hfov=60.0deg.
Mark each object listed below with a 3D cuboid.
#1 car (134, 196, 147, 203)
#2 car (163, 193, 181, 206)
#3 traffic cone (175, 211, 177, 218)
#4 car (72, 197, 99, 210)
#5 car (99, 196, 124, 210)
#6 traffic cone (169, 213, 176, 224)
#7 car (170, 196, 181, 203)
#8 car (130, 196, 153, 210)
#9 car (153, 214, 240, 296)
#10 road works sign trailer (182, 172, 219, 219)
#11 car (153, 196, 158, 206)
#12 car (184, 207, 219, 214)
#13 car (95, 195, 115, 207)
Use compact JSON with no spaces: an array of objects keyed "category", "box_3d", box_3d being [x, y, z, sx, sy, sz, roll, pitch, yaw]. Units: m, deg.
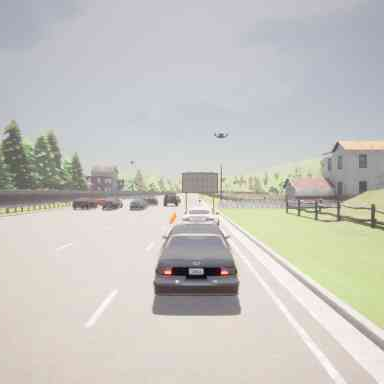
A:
[{"category":"car","box_3d":[-10.322,1.563,67.338,1.994,1.385,4.181,0,0,0]},{"category":"car","box_3d":[-3.337,1.221,53.331,2.150,2.045,5.566,0,0,0]},{"category":"traffic cone","box_3d":[-1.458,1.955,25.151,0.340,0.580,0.340,0,0,0]},{"category":"car","box_3d":[-13.849,1.478,43.106,1.882,1.535,5.008,0,0,0]},{"category":"car","box_3d":[-10.349,1.526,43.522,1.812,1.442,4.674,0,0,0]},{"category":"traffic cone","box_3d":[-1.460,1.955,23.151,0.340,0.580,0.340,0,0,0]},{"category":"car","box_3d":[-3.319,1.564,68.547,1.994,1.385,4.181,0,0,0]},{"category":"car","box_3d":[-6.856,1.546,43.535,2.033,1.411,5.357,0,0,1]},{"category":"car","box_3d":[0.108,1.547,8.795,2.033,1.411,5.357,0,0,1]},{"category":"road works sign trailer","box_3d":[0.512,0.464,22.056,2.380,3.560,2.880,0,0,-4]},{"category":"car","box_3d":[-6.832,1.477,56.613,1.882,1.535,5.008,0,0,0]},{"category":"car","box_3d":[0.507,1.539,18.441,1.812,1.442,4.674,0,-1,6]},{"category":"car","box_3d":[-13.839,1.352,53.104,2.097,1.767,4.553,0,0,0]}]
